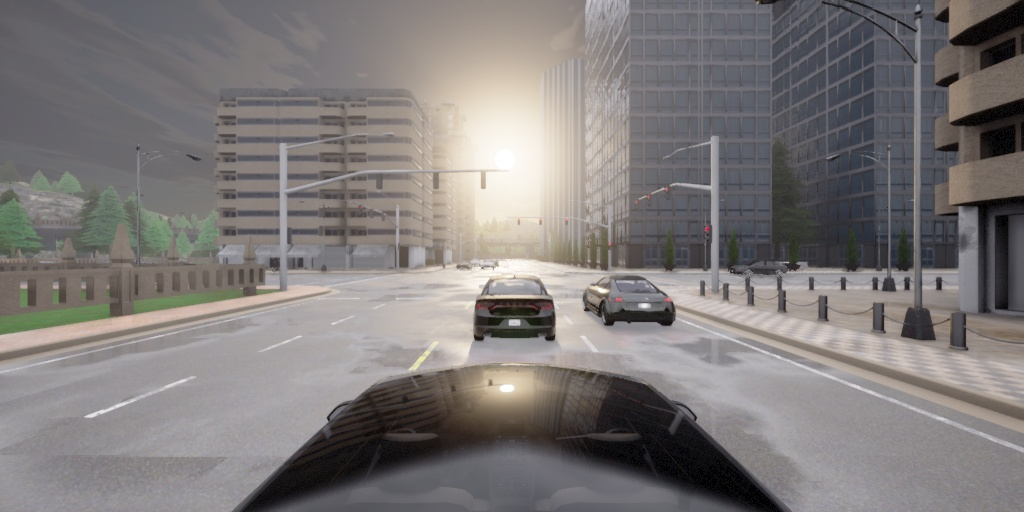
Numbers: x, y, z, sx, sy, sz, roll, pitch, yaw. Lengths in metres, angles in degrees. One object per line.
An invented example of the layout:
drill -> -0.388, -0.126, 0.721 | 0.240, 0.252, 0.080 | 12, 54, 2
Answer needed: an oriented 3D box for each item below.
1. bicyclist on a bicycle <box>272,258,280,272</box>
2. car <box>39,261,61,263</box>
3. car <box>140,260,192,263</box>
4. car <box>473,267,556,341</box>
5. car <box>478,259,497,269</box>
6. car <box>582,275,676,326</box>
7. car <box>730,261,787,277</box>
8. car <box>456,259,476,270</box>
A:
bicyclist on a bicycle -> -26.084, 0.990, 39.847 | 0.582, 1.620, 1.656 | 0, 0, 7
car -> -43.063, 1.215, 33.402 | 4.674, 1.442, 1.812 | 0, 0, 32
car -> -25.912, 1.216, 28.122 | 4.674, 1.442, 1.812 | 0, 0, 7
car -> 0.068, 1.226, 9.885 | 1.882, 1.535, 5.008 | 0, 0, 0
car -> -3.589, 1.268, 53.404 | 1.812, 1.442, 4.674 | 0, 0, 0
car -> 3.577, 1.312, 11.663 | 1.994, 1.385, 4.181 | 0, 0, 0
car -> 23.720, 1.194, 34.623 | 4.892, 1.490, 1.837 | 0, 0, 0
car -> -7.091, 1.290, 53.240 | 2.033, 1.411, 5.357 | 0, 0, 0
